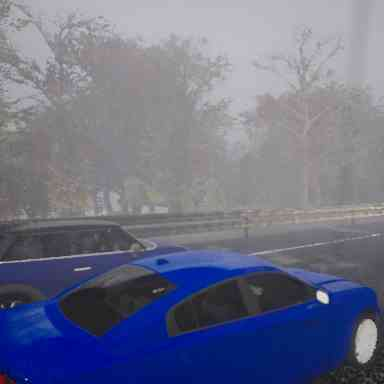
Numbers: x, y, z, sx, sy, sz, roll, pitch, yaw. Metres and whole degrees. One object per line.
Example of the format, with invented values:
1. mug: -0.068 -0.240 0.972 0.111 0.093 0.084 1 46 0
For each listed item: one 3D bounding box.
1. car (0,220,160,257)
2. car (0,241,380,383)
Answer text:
1. car: -1.962 1.350 6.664 4.553 1.767 2.097 0 0 -36
2. car: 0.354 1.475 4.016 5.008 1.535 1.882 0 0 -36
